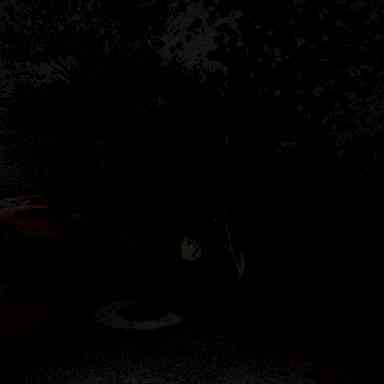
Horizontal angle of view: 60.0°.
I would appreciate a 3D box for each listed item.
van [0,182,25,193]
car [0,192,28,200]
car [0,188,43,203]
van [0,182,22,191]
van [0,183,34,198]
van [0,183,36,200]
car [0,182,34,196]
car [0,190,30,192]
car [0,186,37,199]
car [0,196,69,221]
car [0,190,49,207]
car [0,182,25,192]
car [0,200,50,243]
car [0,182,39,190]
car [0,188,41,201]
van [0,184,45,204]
[{"bbox_3d":[-34.269,-0.847,63.246,4.442,1.987,1.878,1,1,-30],"label":"van"},{"bbox_3d":[-8.156,1.100,17.598,4.553,1.767,2.185,1,2,-30],"label":"car"},{"bbox_3d":[-19.188,0.379,36.803,4.792,1.488,2.163,1,2,-30],"label":"car"},{"bbox_3d":[-39.784,-1.193,72.850,4.442,1.987,1.878,1,1,-30],"label":"van"},{"bbox_3d":[-24.553,-0.237,46.330,4.442,1.987,1.878,1,1,-30],"label":"van"},{"bbox_3d":[-21.983,-0.064,41.402,4.442,1.987,1.878,1,1,-30],"label":"van"},{"bbox_3d":[-27.436,-0.438,51.059,5.566,2.045,2.435,1,1,-30],"label":"car"},{"bbox_3d":[-12.420,0.893,24.587,5.366,1.575,1.946,1,2,-30],"label":"car"},{"bbox_3d":[-23.278,0.073,43.878,5.008,1.535,2.097,1,1,-30],"label":"car"},{"bbox_3d":[-10.885,1.049,22.278,4.674,1.452,2.002,1,2,-30],"label":"car"},{"bbox_3d":[-16.419,0.596,31.866,4.792,1.488,2.163,1,2,-30],"label":"car"},{"bbox_3d":[-38.530,-1.134,70.376,5.566,2.045,2.435,1,1,-30],"label":"car"},{"bbox_3d":[-6.813,1.336,15.182,5.008,1.535,2.097,1,2,-30],"label":"car"},{"bbox_3d":[-14.982,0.427,29.487,5.566,2.045,2.435,1,2,-30],"label":"car"},{"bbox_3d":[-20.501,0.285,39.091,4.792,1.488,2.163,1,1,-30],"label":"car"},{"bbox_3d":[-17.725,0.230,34.439,4.442,1.987,1.878,1,2,-30],"label":"van"}]
